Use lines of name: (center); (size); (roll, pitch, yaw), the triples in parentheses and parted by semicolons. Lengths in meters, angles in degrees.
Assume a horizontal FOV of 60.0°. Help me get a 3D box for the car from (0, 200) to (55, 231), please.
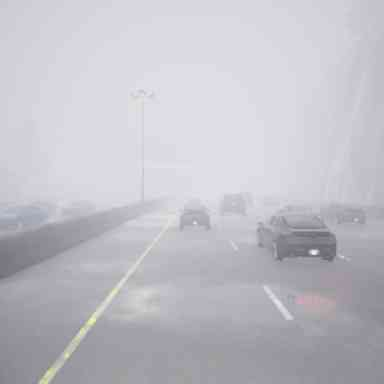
car: (-10.420, 1.501, 20.119); (1.882, 1.535, 5.008); (0, 0, 0)

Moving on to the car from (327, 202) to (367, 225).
car: (10.711, 1.519, 24.040); (1.837, 1.490, 4.892); (0, 1, 0)

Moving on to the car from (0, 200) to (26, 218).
car: (-17.344, 1.531, 29.998); (2.033, 1.411, 5.357); (0, 0, 0)

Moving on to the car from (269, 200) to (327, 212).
car: (7.204, 1.563, 23.220); (2.033, 1.411, 5.357); (0, 0, 0)

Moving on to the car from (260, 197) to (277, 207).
car: (10.884, 1.380, 46.610); (2.033, 1.411, 5.357); (0, 1, 0)

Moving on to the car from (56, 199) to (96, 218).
car: (-10.340, 1.457, 30.549); (1.882, 1.535, 5.008); (0, 0, 0)

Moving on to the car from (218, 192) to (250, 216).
car: (3.769, 1.194, 31.924); (2.150, 2.045, 5.566); (0, 1, 0)

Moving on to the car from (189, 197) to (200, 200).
car: (0.369, 1.404, 44.681); (2.033, 1.411, 5.357); (0, 1, 0)

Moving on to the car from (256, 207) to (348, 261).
car: (3.630, 1.525, 12.274); (1.837, 1.490, 4.892); (0, 0, 0)

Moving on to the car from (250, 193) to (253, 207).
car: (7.396, 1.035, 48.211); (2.150, 2.045, 5.566); (0, 1, 0)

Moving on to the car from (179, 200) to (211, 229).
car: (0.194, 1.528, 21.799); (1.837, 1.490, 4.892); (0, 1, 0)
